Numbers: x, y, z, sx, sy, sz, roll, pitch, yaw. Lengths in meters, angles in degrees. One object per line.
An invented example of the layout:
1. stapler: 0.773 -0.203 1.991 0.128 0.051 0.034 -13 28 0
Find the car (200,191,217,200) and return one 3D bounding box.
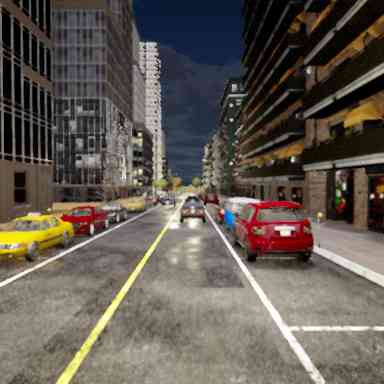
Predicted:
1. car: 2.592 1.001 46.021 2.192 1.841 5.009 -1 0 0

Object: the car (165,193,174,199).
1. car: -5.817 0.978 86.019 1.947 1.339 4.313 -1 0 0

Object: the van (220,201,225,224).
1. van: 2.640 1.220 17.534 1.690 1.788 3.998 -1 0 0

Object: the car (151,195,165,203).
1. car: -5.769 1.173 57.530 1.947 1.339 4.313 -1 0 0

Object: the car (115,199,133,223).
1. car: -5.712 1.390 23.344 2.008 1.369 4.403 -1 0 0

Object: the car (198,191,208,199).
1. car: 2.534 0.768 80.208 2.192 1.841 5.009 -1 0 0

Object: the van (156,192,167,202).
1. van: -5.784 0.910 63.226 1.690 1.788 3.998 -1 0 0

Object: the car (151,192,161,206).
1. car: -5.753 1.125 46.134 1.967 1.590 4.097 -1 0 0

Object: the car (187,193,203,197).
1. car: 0.031 1.224 41.116 1.837 1.490 4.892 0 0 0

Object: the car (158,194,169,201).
1. car: -5.789 1.074 68.925 1.887 1.381 4.507 -1 0 0

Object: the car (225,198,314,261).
1. car: 2.649 1.233 11.836 2.192 1.841 5.009 -1 0 0

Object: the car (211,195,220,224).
1. car: 2.633 1.281 23.232 1.967 1.590 4.097 -1 0 0

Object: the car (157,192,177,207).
1. car: -3.076 1.193 45.060 2.128 1.511 4.902 0 0 0

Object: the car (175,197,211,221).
1. car: 0.058 1.376 24.950 2.033 1.411 5.357 0 0 0

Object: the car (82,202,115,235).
1. car: -5.702 1.423 17.646 1.887 1.381 4.507 -1 0 0

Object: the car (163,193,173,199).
1. car: -5.808 1.018 80.320 1.947 1.339 4.313 -1 0 0

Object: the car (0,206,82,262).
1. car: -5.693 1.443 11.779 1.752 1.417 4.829 -1 0 0

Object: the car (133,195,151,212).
1. car: -5.731 1.289 34.569 1.752 1.417 4.829 -1 0 0
